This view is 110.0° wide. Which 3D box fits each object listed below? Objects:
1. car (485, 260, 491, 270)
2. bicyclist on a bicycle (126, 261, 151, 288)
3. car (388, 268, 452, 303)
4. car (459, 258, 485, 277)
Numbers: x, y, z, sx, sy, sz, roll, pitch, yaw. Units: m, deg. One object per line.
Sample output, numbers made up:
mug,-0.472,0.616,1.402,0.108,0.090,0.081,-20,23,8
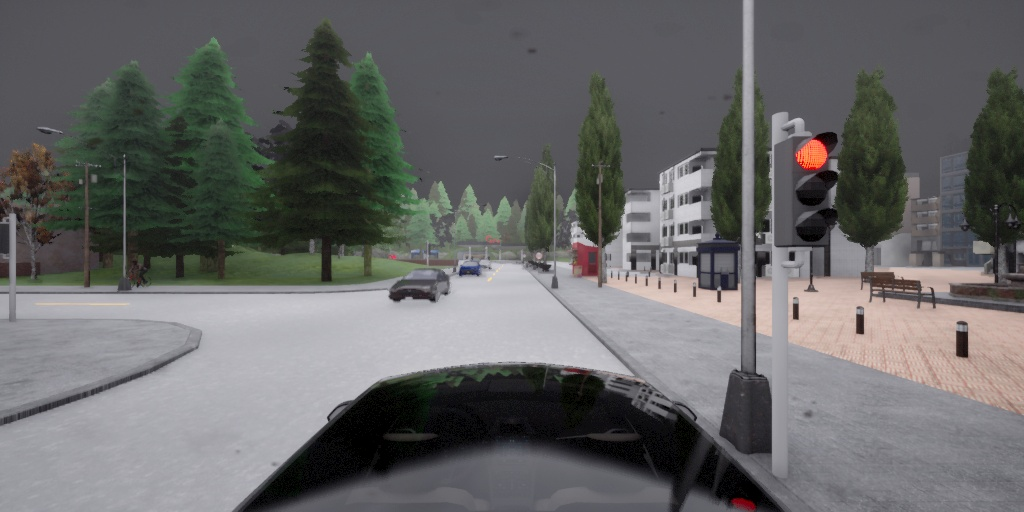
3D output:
car,-4.048,1.276,51.940,1.812,1.442,4.674,0,0,0
bicyclist on a bicycle,-22.136,1.099,21.184,0.582,1.620,1.656,0,0,0
car,-4.094,1.298,16.911,2.033,1.411,5.357,0,0,0
car,-4.087,1.228,35.872,1.882,1.535,5.008,0,0,0
